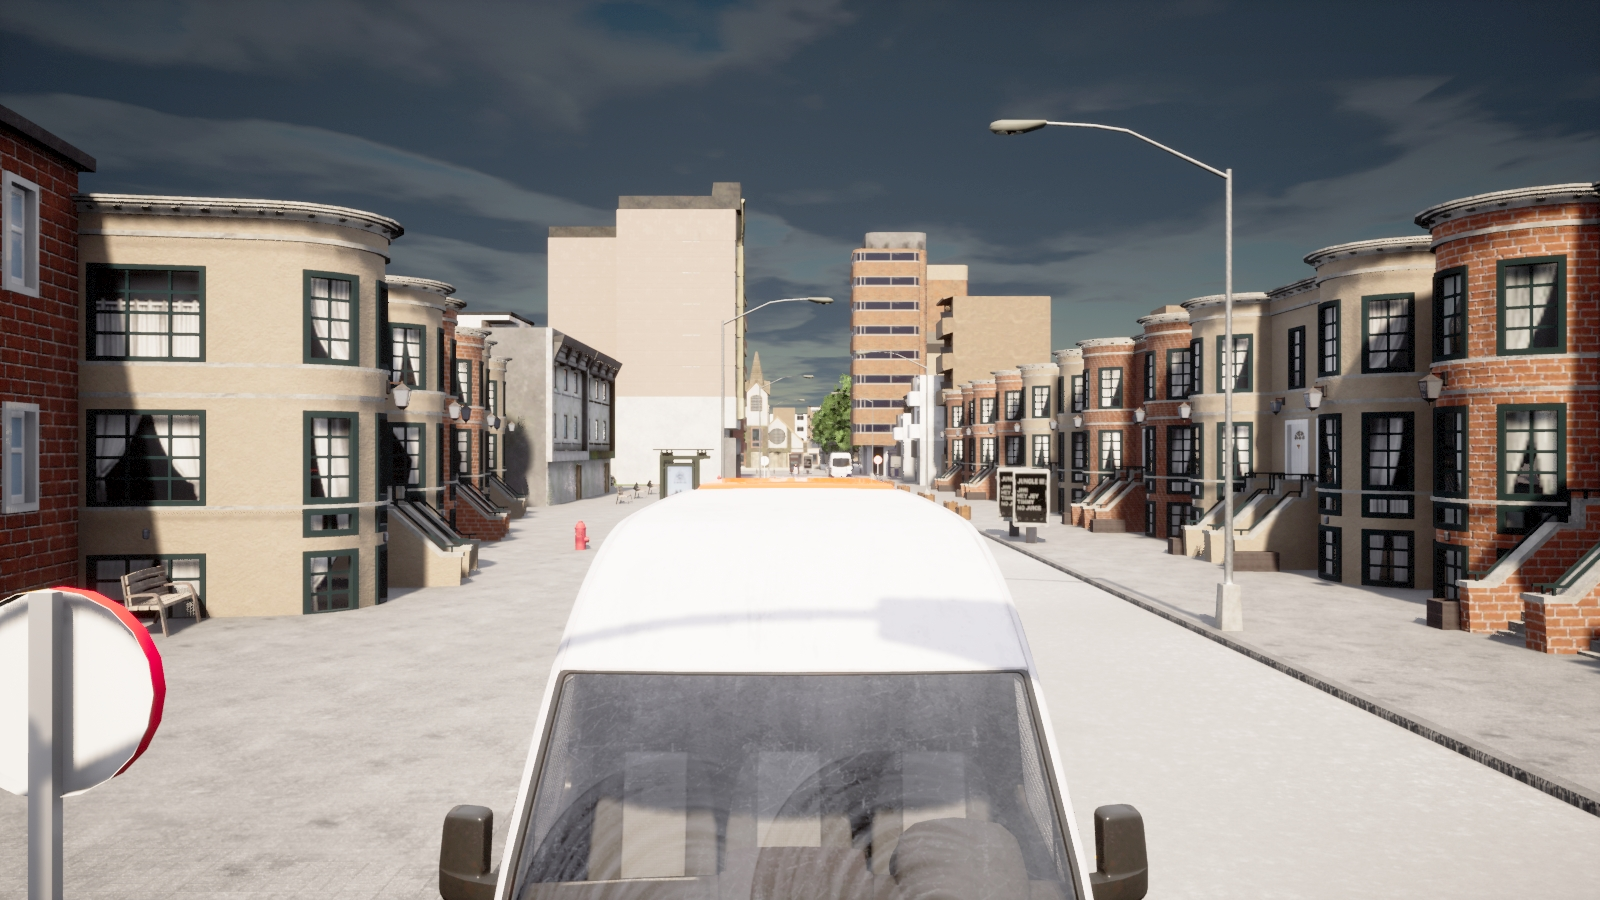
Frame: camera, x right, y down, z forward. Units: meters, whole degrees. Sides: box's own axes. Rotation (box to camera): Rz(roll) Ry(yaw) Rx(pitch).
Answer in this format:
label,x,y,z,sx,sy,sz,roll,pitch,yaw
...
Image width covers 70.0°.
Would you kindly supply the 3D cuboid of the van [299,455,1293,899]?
label,x,y,z,sx,sy,sz,roll,pitch,yaw
van,-0.019,1.314,5.243,1.988,2.561,5.915,0,0,0
